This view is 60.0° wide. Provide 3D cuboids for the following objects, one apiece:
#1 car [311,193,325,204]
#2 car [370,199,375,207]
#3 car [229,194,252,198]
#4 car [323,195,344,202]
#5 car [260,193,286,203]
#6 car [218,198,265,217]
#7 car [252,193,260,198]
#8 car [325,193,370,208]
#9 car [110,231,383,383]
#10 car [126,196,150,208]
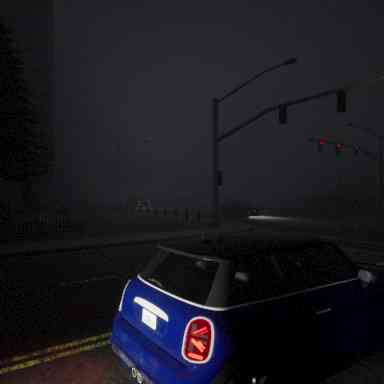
[{"bbox_3d":[29.203,1.153,72.551,1.932,1.855,4.605,0,0,-36],"label":"car"},{"bbox_3d":[23.422,1.156,46.878,1.905,1.878,3.866,0,0,-36],"label":"car"},{"bbox_3d":[11.429,1.395,78.321,1.970,1.475,3.806,0,0,-36],"label":"car"},{"bbox_3d":[31.599,1.364,74.179,1.784,1.438,3.905,0,0,-36],"label":"car"},{"bbox_3d":[15.492,1.395,62.674,1.970,1.475,3.806,0,0,-36],"label":"car"},{"bbox_3d":[4.539,1.564,31.954,1.994,1.385,4.181,0,0,-36],"label":"car"},{"bbox_3d":[13.787,1.364,80.000,1.784,1.438,3.905,0,0,-36],"label":"car"},{"bbox_3d":[21.034,1.153,45.243,1.932,1.855,4.605,0,0,-36],"label":"car"},{"bbox_3d":[1.288,1.352,4.718,4.553,1.767,2.097,0,0,-35],"label":"car"},{"bbox_3d":[-8.003,1.352,49.456,2.097,1.767,4.553,0,0,-35],"label":"car"}]
